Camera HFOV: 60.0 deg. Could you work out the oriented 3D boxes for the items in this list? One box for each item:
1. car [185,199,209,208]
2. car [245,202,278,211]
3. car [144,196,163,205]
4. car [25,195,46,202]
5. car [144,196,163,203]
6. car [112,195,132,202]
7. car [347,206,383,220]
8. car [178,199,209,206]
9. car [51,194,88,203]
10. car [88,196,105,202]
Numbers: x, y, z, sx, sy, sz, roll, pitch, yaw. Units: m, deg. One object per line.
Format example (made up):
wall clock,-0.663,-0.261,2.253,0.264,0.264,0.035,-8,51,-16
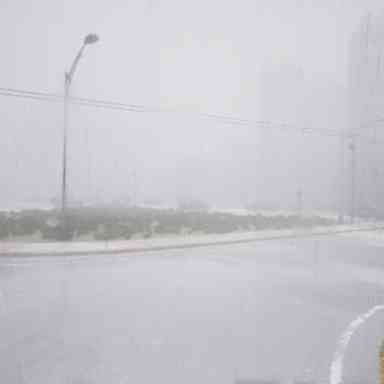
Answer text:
car,0.820,1.938,58.547,1.994,1.385,4.181,1,0,-36
car,9.621,2.054,46.480,1.895,1.301,4.718,1,0,-36
car,-7.423,1.742,63.896,1.882,1.535,5.008,1,-1,-36
car,-31.926,1.380,67.905,3.905,1.438,1.784,1,0,-36
car,-8.306,1.601,71.058,1.882,1.535,5.008,1,0,-36
car,-13.841,1.475,65.791,3.866,1.878,1.905,1,0,-36
car,18.380,2.097,34.478,1.994,1.385,4.181,1,0,-36
car,0.310,1.769,46.153,4.611,1.667,2.242,1,0,-36
car,-18.632,1.290,49.775,4.605,1.855,1.932,1,0,-36
car,-22.188,1.587,76.395,4.193,1.474,1.816,1,0,-36
